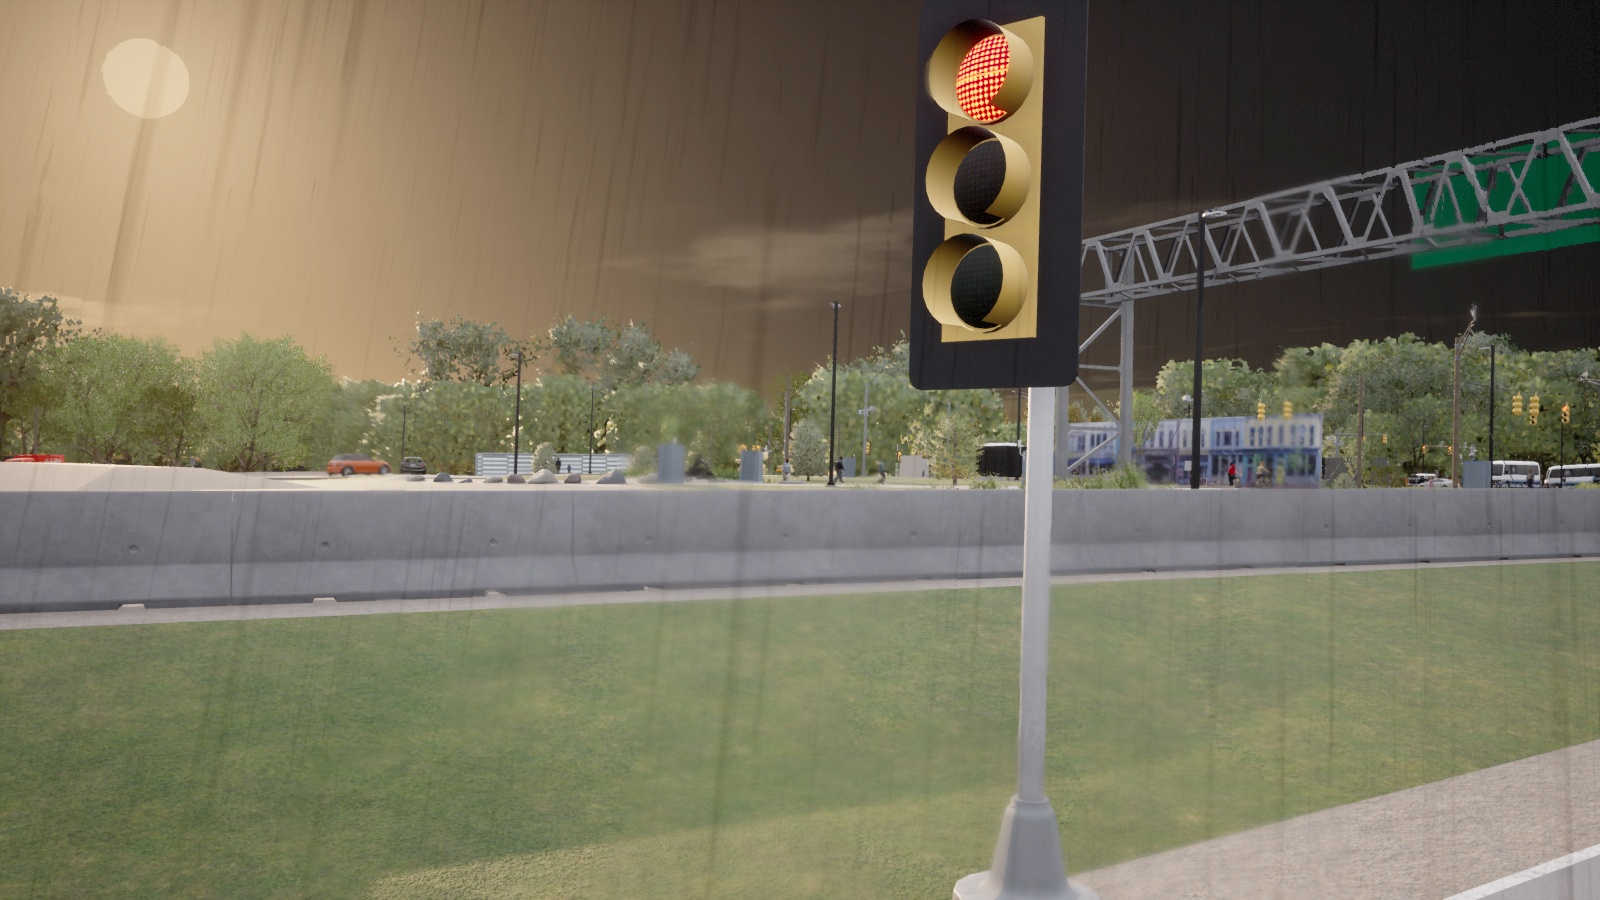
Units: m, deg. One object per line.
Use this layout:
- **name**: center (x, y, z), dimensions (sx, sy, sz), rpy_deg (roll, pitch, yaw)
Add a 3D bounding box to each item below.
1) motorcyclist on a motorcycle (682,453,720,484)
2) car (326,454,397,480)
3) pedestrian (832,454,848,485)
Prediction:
- **motorcyclist on a motorcycle**: center (-5.257, 0.983, 66.925), dimensions (1.817, 1.590, 0.866), rpy_deg (0, -2, 17)
- **car**: center (-32.340, 1.237, 92.742), dimensions (2.097, 1.767, 4.553), rpy_deg (0, 1, 38)
- **pedestrian**: center (2.452, 1.203, 77.056), dimensions (0.849, 1.883, 0.563), rpy_deg (2, -1, -17)
